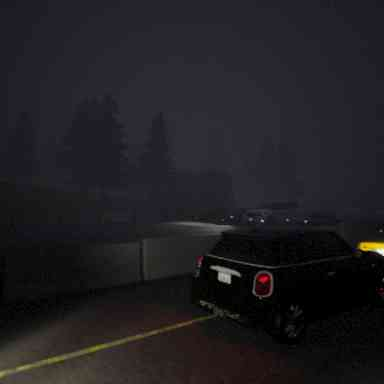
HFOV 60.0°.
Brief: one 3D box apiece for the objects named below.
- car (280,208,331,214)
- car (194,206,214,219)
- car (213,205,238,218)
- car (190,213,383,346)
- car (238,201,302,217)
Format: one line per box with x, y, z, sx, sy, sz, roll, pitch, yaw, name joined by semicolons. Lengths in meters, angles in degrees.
8.713;2.036;23.526;4.718;1.301;1.895;1;-1;-37;car
2.387;2.077;31.907;4.892;1.490;1.837;1;-1;-37;car
4.443;2.052;29.074;4.674;1.442;1.812;1;-1;-37;car
2.252;1.480;6.847;4.553;1.767;2.097;1;-1;-37;car
6.557;1.702;26.290;5.566;2.045;2.150;1;-1;-37;car
